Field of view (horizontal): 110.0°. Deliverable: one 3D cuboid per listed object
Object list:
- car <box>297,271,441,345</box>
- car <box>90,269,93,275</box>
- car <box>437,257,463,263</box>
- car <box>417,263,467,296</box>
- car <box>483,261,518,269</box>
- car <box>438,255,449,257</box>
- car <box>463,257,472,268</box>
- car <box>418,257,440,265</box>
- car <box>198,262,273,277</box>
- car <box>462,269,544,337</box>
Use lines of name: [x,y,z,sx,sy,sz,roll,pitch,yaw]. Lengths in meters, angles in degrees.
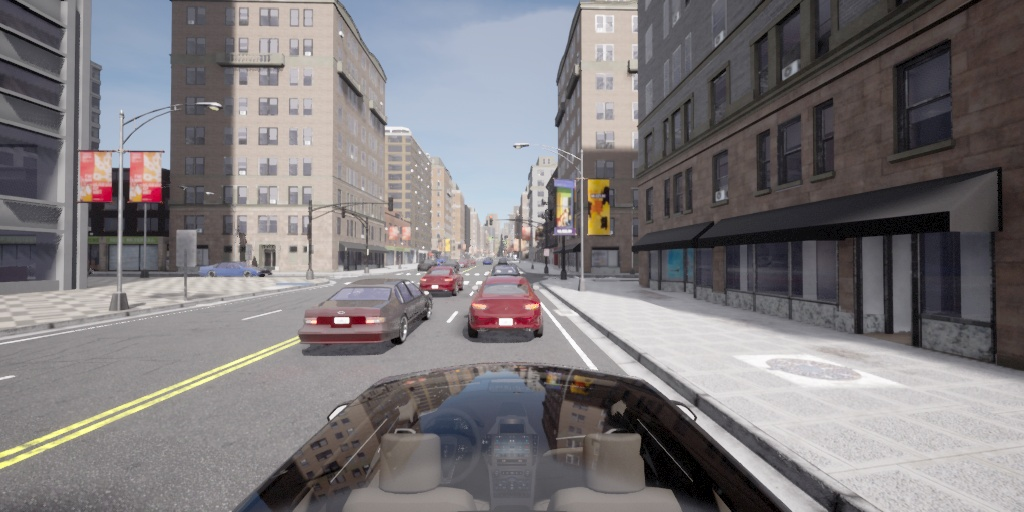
car: [-3.409,1.298,9.469,2.033,1.411,5.357,0,0,-2]
car: [-38.355,1.148,30.281,4.181,1.385,1.994,0,-1,-2]
car: [-7.785,1.206,45.538,1.882,1.535,5.008,0,0,-2]
car: [-3.660,1.274,19.057,1.812,1.442,4.674,0,0,-1]
car: [-0.405,1.239,19.234,2.128,1.511,4.902,0,0,-3]
car: [-11.409,0.934,59.411,2.150,2.045,5.566,0,0,-3]
car: [-8.124,1.241,59.035,1.812,1.442,4.674,0,0,-1]
car: [-11.082,1.205,47.241,1.882,1.535,5.008,0,0,-1]
car: [-23.667,1.194,30.735,5.357,1.411,2.033,0,-1,1]
car: [-0.179,1.276,10.150,1.812,1.442,4.674,0,0,-1]
